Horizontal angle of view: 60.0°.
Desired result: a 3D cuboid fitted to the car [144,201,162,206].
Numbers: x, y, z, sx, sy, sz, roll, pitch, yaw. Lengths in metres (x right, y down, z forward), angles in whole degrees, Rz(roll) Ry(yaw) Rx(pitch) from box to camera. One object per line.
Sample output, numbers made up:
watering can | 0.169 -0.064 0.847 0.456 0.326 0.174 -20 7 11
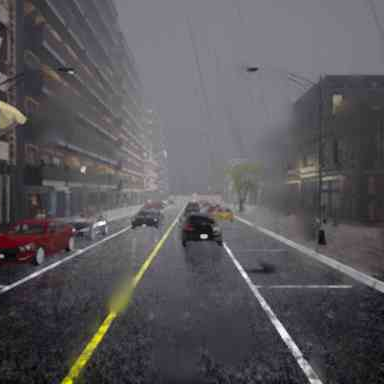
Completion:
car | -5.702 2.125 46.217 1.887 1.381 4.507 -1 -1 0

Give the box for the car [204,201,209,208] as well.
car | 2.679 2.053 40.511 1.887 1.381 4.507 -1 -1 0

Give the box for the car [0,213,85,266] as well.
car | -5.701 1.697 12.154 1.887 1.381 4.507 -1 -1 0

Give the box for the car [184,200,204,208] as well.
car | 0.098 1.996 39.102 1.837 1.490 4.892 0 -1 0

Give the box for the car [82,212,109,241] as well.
car | -5.701 1.774 17.832 2.008 1.369 4.403 -1 -1 0

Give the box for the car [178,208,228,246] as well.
car | 0.345 1.730 16.285 1.812 1.442 4.674 0 -1 -4

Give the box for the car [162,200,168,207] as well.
car | -5.702 2.289 57.571 1.947 1.339 4.313 -1 -1 0

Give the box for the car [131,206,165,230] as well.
car | -3.102 1.899 23.843 1.895 1.301 4.718 0 -1 0

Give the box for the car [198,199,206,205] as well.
car | 2.678 2.707 91.604 2.008 1.369 4.403 -1 -1 0

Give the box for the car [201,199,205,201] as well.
car | 2.679 2.377 63.219 1.802 1.307 4.206 -1 -1 0

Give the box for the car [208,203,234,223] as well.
car | 2.679 1.893 29.327 1.752 1.417 4.829 -1 -1 0

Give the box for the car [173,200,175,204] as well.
car | -5.703 2.723 91.632 1.947 1.339 4.313 -1 -1 0

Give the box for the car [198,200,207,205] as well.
car | 2.678 2.650 85.927 1.947 1.339 4.313 -1 -1 0

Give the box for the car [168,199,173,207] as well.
car | -5.702 2.418 68.924 2.008 1.369 4.403 -1 -1 0
